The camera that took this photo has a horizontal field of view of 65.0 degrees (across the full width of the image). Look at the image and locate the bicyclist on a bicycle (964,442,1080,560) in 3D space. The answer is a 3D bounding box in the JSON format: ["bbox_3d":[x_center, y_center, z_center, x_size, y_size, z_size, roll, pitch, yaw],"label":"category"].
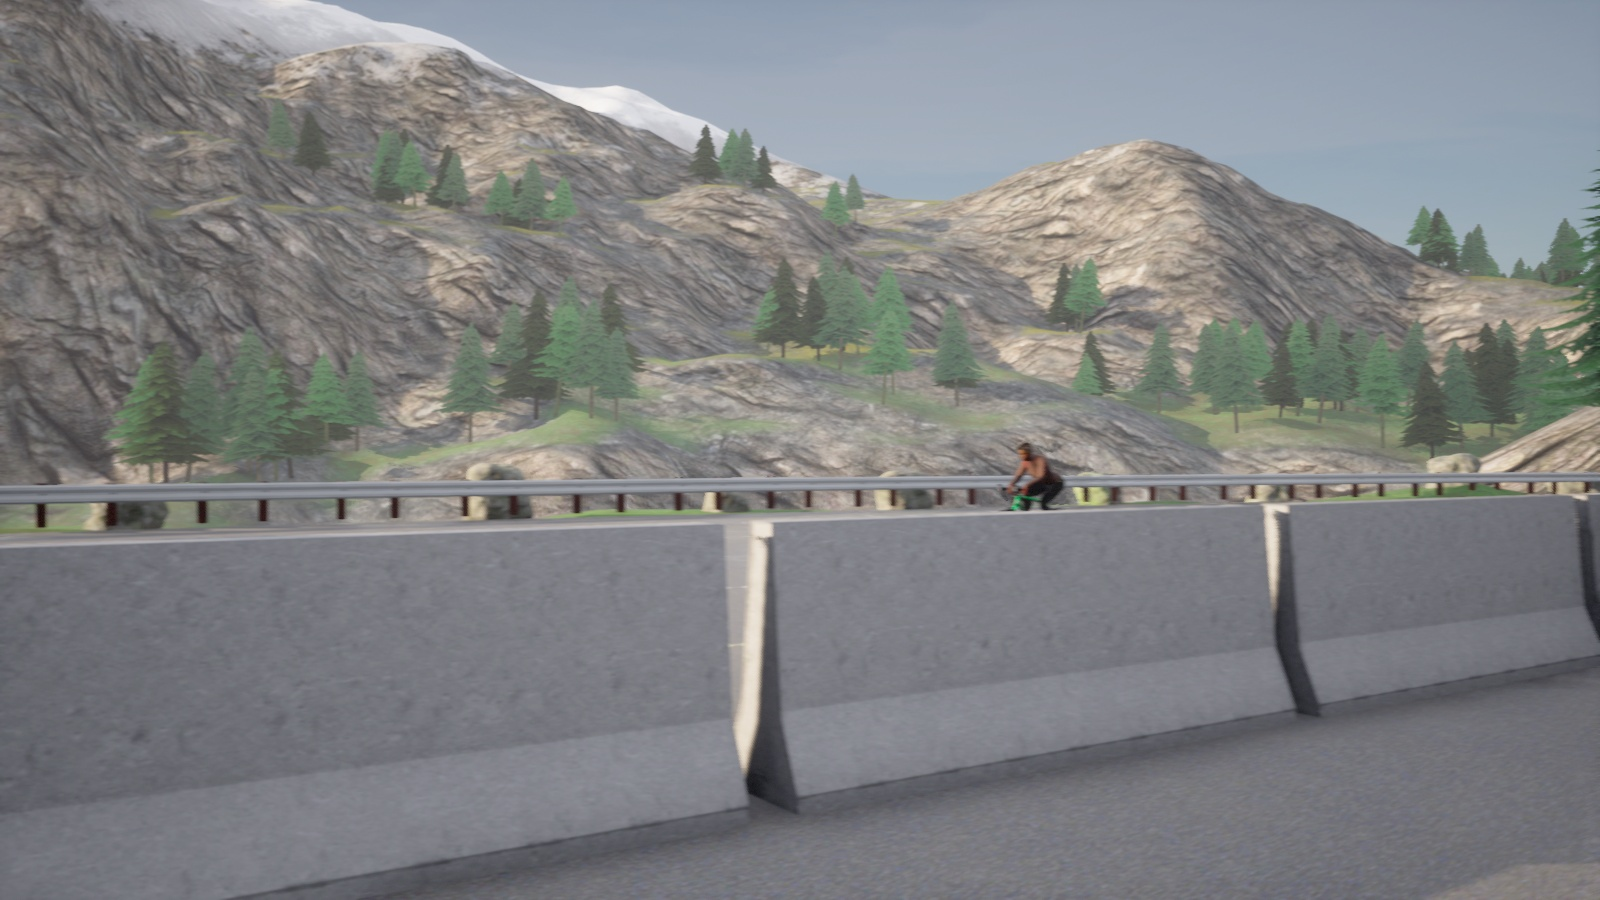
[{"bbox_3d":[3.195,0.702,18.046,1.656,1.620,0.582,0,1,-30],"label":"bicyclist on a bicycle"}]
